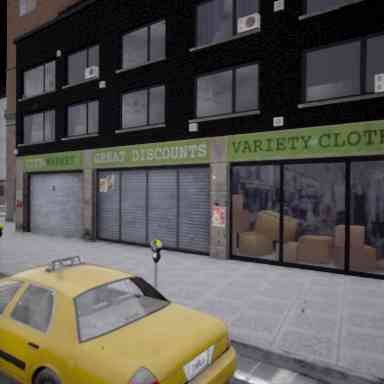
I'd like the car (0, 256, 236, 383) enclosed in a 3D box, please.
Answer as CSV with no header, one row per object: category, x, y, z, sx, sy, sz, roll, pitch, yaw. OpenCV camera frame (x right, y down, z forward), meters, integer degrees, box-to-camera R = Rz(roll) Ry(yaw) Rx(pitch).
car,-1.814,1.530,4.385,4.829,1.417,1.752,0,1,36
